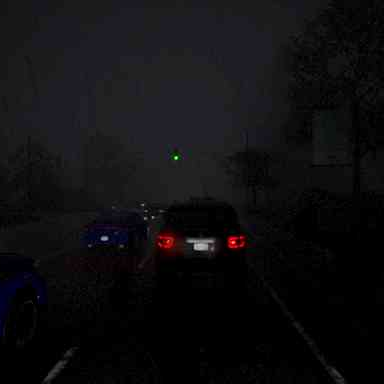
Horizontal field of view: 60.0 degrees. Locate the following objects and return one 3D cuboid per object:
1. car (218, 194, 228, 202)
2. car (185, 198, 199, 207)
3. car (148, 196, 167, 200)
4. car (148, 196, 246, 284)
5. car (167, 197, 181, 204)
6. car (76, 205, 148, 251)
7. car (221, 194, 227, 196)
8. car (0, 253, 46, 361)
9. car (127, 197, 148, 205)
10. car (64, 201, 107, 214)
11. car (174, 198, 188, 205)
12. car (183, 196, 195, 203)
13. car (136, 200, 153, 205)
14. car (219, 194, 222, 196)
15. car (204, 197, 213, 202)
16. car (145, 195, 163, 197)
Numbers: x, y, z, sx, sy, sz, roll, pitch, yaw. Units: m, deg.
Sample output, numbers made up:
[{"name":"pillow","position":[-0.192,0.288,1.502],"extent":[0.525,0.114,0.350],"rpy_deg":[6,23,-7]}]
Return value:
[{"name":"car","position":[8.236,1.502,88.362],"extent":[2.150,2.045,5.566],"rpy_deg":[0,0,11]},{"name":"car","position":[0.044,1.787,56.441],"extent":[1.812,1.442,4.674],"rpy_deg":[0,0,6]},{"name":"car","position":[-4.576,1.701,48.362],"extent":[1.882,1.535,5.008],"rpy_deg":[0,0,6]},{"name":"car","position":[0.257,1.270,9.861],"extent":[2.150,2.045,5.566],"rpy_deg":[0,0,1]},{"name":"car","position":[-4.196,1.885,78.055],"extent":[2.128,1.511,4.902],"rpy_deg":[0,0,9]},{"name":"car","position":[-3.105,1.545,14.600],"extent":[1.882,1.535,5.008],"rpy_deg":[0,0,2]},{"name":"car","position":[6.467,1.712,78.192],"extent":[2.097,1.767,4.553],"rpy_deg":[0,0,10]},{"name":"car","position":[-3.360,1.237,2.825],"extent":[2.150,2.045,5.566],"rpy_deg":[0,0,0]},{"name":"car","position":[-8.106,1.786,48.223],"extent":[1.994,1.385,4.181],"rpy_deg":[0,0,6]},{"name":"car","position":[-11.348,1.718,37.176],"extent":[5.357,1.411,2.033],"rpy_deg":[0,0,-2]},{"name":"car","position":[-2.224,1.876,67.615],"extent":[1.994,1.385,4.181],"rpy_deg":[0,0,9]},{"name":"car","position":[-0.680,1.838,77.878],"extent":[1.882,1.535,5.008],"rpy_deg":[0,0,9]},{"name":"car","position":[-2.620,1.609,25.892],"extent":[2.128,1.511,4.902],"rpy_deg":[0,-1,3]},{"name":"car","position":[0.749,1.331,23.425],"extent":[2.150,2.045,5.566],"rpy_deg":[0,0,3]},{"name":"car","position":[4.405,1.926,86.877],"extent":[1.812,1.442,4.674],"rpy_deg":[0,0,10]},{"name":"car","position":[-7.097,1.487,57.526],"extent":[2.150,2.045,5.566],"rpy_deg":[0,0,7]}]
